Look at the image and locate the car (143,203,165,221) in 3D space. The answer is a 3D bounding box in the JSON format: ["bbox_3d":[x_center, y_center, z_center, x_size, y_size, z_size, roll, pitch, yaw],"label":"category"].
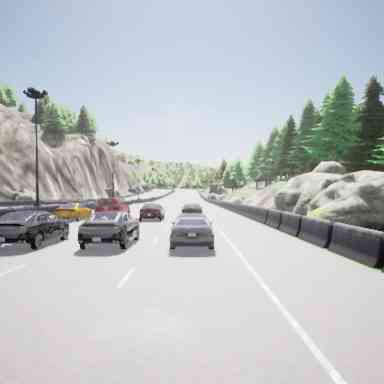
[{"bbox_3d":[-3.500,1.737,29.694,1.882,1.535,5.008,0,-1,0],"label":"car"}]

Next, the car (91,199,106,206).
[{"bbox_3d":[-21.000,2.283,74.828,2.128,1.511,4.902,0,-1,0],"label":"car"}]

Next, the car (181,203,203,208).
[{"bbox_3d":[0.000,1.737,29.694,1.882,1.535,5.008,0,-1,0],"label":"car"}]

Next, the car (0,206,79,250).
[{"bbox_3d":[-7.000,1.576,14.673,2.128,1.511,4.902,0,-1,0],"label":"car"}]

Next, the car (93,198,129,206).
[{"bbox_3d":[-7.000,1.510,29.723,2.150,2.045,5.566,0,-1,0],"label":"car"}]

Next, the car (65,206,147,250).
[{"bbox_3d":[-3.500,1.576,14.673,2.128,1.511,4.902,0,-1,0],"label":"car"}]

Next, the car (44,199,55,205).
[{"bbox_3d":[-31.500,2.310,74.828,1.994,1.385,4.181,0,-1,0],"label":"car"}]

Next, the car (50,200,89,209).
[{"bbox_3d":[-10.500,1.736,29.694,1.882,1.535,5.008,0,-1,0],"label":"car"}]

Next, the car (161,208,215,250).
[{"bbox_3d":[0.000,1.644,14.674,2.033,1.411,5.357,0,-1,0],"label":"car"}]
